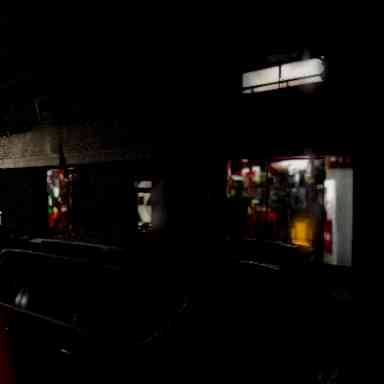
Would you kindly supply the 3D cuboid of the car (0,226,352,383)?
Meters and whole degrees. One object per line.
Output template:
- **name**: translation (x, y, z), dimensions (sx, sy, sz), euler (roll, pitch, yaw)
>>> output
- **car**: translation (-1.019, 1.319, 3.586), dimensions (5.009, 1.841, 2.192), euler (0, 1, 36)
